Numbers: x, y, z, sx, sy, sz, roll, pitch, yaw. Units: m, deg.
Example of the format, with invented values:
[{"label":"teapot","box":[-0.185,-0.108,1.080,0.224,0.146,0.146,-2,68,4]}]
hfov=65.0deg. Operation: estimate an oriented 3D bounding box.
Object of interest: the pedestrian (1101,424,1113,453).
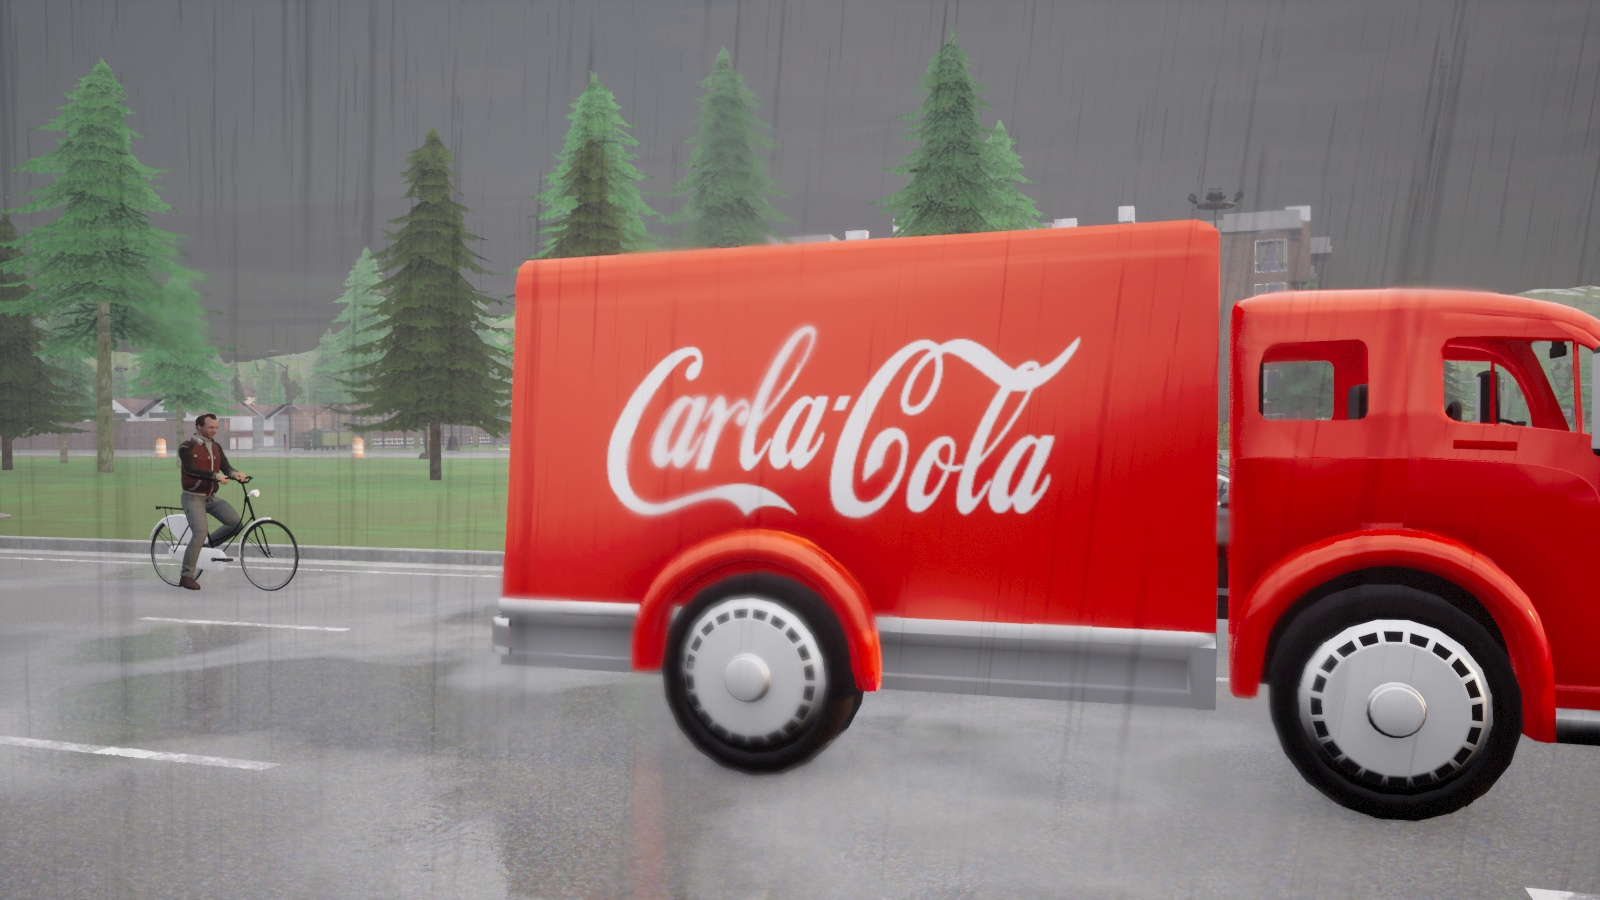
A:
[{"label":"pedestrian","box":[19.641,-0.758,80.398,0.706,1.836,0.354,1,1,18]}]

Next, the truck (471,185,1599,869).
[{"label":"truck","box":[1.308,0.240,6.438,5.204,2.467,2.627,1,1,19]}]

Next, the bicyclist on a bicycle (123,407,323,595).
[{"label":"bicyclist on a bicycle","box":[-5.743,0.475,12.509,1.843,1.776,0.659,0,1,19]}]

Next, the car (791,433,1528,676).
[{"label":"car","box":[2.596,0.637,9.704,4.902,1.511,2.128,1,1,19]}]
